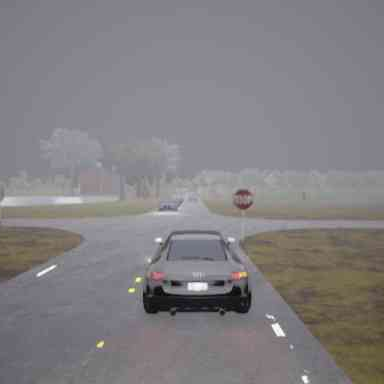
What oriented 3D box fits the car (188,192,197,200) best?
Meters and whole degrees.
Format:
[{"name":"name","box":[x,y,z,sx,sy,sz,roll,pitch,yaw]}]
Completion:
[{"name":"car","box":[0.180,0.859,79.687,2.097,1.767,4.553,0,0,0]}]

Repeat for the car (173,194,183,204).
[{"name":"car","box":[-2.705,1.388,47.019,1.994,1.385,4.181,0,0,1]}]

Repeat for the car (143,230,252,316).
[{"name":"car","box":[0.075,1.540,7.561,1.994,1.385,4.181,0,0,-1]}]

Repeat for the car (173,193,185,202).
[{"name":"car","box":[-2.600,1.089,66.645,2.097,1.767,4.553,0,0,0]}]

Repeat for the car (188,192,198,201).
[{"name":"car","box":[0.158,1.266,69.678,1.994,1.385,4.181,0,0,0]}]

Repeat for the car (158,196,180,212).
[{"name":"car","box":[-2.643,1.434,36.520,1.994,1.385,4.181,0,0,-2]}]

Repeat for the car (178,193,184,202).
[{"name":"car","box":[-2.647,1.260,56.695,1.882,1.535,5.008,0,0,0]}]
